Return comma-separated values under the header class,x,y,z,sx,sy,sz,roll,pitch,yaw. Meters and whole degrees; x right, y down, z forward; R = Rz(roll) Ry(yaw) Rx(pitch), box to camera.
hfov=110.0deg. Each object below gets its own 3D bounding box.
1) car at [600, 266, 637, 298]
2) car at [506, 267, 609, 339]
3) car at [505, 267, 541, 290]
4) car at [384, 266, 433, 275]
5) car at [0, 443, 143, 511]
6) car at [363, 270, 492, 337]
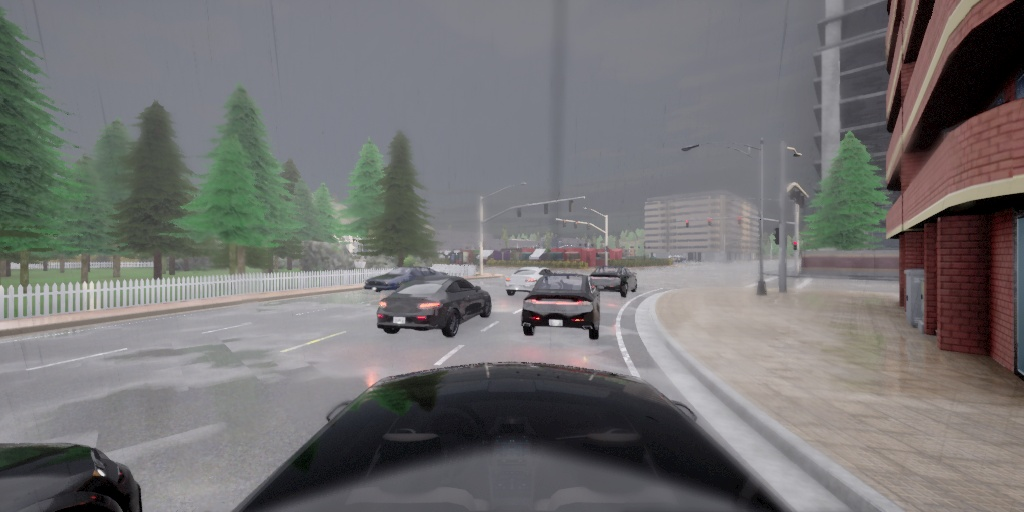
class,x,y,z,sx,sy,sz,roll,pitch,yaw
car,5.320,1.242,18.788,2.128,1.511,4.902,0,0,28
car,1.549,1.242,10.167,2.128,1.511,4.902,0,0,14
car,1.243,1.276,18.796,1.812,1.442,4.674,0,0,26
car,-5.939,1.297,20.875,2.033,1.411,5.357,0,0,26
car,-3.170,1.314,0.387,1.994,1.385,4.181,0,0,-2
car,-1.999,1.276,10.294,1.812,1.442,4.674,0,0,13
